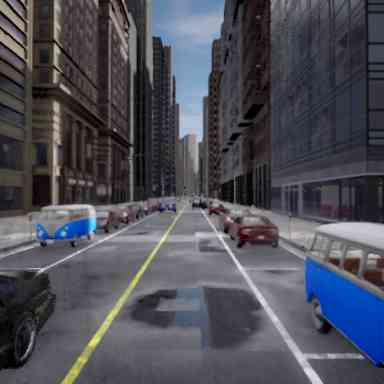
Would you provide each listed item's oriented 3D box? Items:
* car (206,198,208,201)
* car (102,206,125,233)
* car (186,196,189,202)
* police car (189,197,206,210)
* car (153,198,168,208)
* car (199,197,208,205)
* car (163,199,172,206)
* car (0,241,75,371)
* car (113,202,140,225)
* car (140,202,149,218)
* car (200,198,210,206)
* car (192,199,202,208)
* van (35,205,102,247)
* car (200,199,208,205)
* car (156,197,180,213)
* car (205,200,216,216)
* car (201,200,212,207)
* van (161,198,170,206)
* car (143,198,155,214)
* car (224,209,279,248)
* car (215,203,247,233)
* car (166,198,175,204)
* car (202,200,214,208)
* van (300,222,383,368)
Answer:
[{"bbox_3d":[2.806,2.143,54.772,1.947,1.339,4.313,0,-1,0],"label":"car"},{"bbox_3d":[-5.744,1.804,21.156,1.802,1.307,4.206,0,-1,0],"label":"car"},{"bbox_3d":[0.067,2.384,89.404,1.994,1.385,4.181,0,-1,0],"label":"car"},{"bbox_3d":[0.900,2.003,54.732,1.930,1.638,5.238,0,-1,0],"label":"police car"},{"bbox_3d":[-5.714,1.951,60.369,2.192,1.841,5.009,0,-1,0],"label":"car"},{"bbox_3d":[2.827,2.199,82.783,2.192,1.841,5.009,0,-1,0],"label":"car"},{"bbox_3d":[-5.703,2.344,77.001,1.752,1.417,4.829,0,-1,0],"label":"car"},{"bbox_3d":[-3.098,1.580,3.086,2.033,1.411,5.357,0,-1,0],"label":"car"},{"bbox_3d":[-5.739,1.721,26.760,1.967,1.590,4.097,0,-1,0],"label":"car"},{"bbox_3d":[-5.736,1.905,32.360,1.947,1.339,4.313,0,-1,0],"label":"car"},{"bbox_3d":[2.819,2.200,71.578,1.967,1.590,4.097,0,-1,0],"label":"car"},{"bbox_3d":[0.889,2.189,64.624,1.837,1.490,4.892,0,-1,0],"label":"car"},{"bbox_3d":[-5.747,1.504,15.558,1.690,1.788,3.998,0,-1,0],"label":"van"},{"bbox_3d":[2.822,2.404,77.178,1.802,1.307,4.206,0,-1,0],"label":"car"},{"bbox_3d":[-3.061,1.678,43.492,2.150,2.045,5.566,0,-1,0],"label":"car"},{"bbox_3d":[2.794,1.945,37.966,1.887,1.381,4.507,0,-1,0],"label":"car"},{"bbox_3d":[2.814,2.249,65.975,2.008,1.369,4.403,0,-1,0],"label":"car"},{"bbox_3d":[-5.706,2.099,71.571,1.690,1.788,3.998,0,-1,0],"label":"van"},{"bbox_3d":[-5.731,1.838,37.962,1.967,1.590,4.097,0,-1,0],"label":"car"},{"bbox_3d":[2.777,1.710,15.559,1.887,1.381,4.507,0,-1,0],"label":"car"},{"bbox_3d":[2.782,1.664,21.162,1.967,1.590,4.097,0,-1,0],"label":"car"},{"bbox_3d":[-5.694,2.385,88.375,1.967,1.590,4.097,0,-1,0],"label":"car"},{"bbox_3d":[2.810,2.204,60.373,1.947,1.339,4.313,0,-1,0],"label":"car"},{"bbox_3d":[2.770,1.389,4.357,1.690,1.788,3.998,0,-1,0],"label":"van"}]
